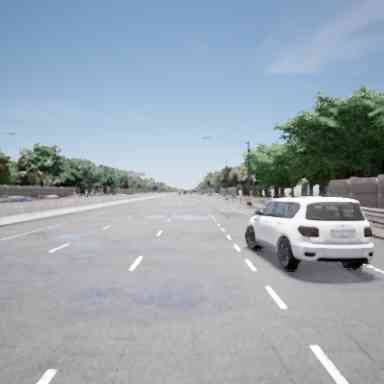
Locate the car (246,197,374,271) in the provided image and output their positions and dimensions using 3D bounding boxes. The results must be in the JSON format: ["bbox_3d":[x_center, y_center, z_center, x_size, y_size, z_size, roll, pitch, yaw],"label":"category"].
[{"bbox_3d":[3.466,1.192,10.928,2.150,2.045,5.566,1,-1,-6],"label":"car"}]

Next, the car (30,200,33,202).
[{"bbox_3d":[-21.038,1.334,40.158,1.882,1.535,5.008,0,0,0],"label":"car"}]

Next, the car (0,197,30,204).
[{"bbox_3d":[-17.581,1.390,31.286,1.837,1.490,4.892,0,0,0],"label":"car"}]
